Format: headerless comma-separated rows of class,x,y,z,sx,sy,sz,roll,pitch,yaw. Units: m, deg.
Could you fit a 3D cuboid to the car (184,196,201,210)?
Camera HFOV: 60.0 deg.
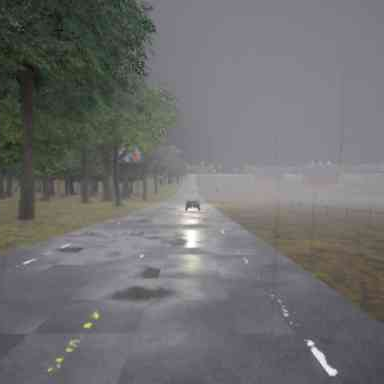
car,0.094,1.572,44.114,1.837,1.490,4.892,0,0,0

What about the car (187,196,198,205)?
car,0.086,1.559,62.926,2.128,1.511,4.902,0,0,0
